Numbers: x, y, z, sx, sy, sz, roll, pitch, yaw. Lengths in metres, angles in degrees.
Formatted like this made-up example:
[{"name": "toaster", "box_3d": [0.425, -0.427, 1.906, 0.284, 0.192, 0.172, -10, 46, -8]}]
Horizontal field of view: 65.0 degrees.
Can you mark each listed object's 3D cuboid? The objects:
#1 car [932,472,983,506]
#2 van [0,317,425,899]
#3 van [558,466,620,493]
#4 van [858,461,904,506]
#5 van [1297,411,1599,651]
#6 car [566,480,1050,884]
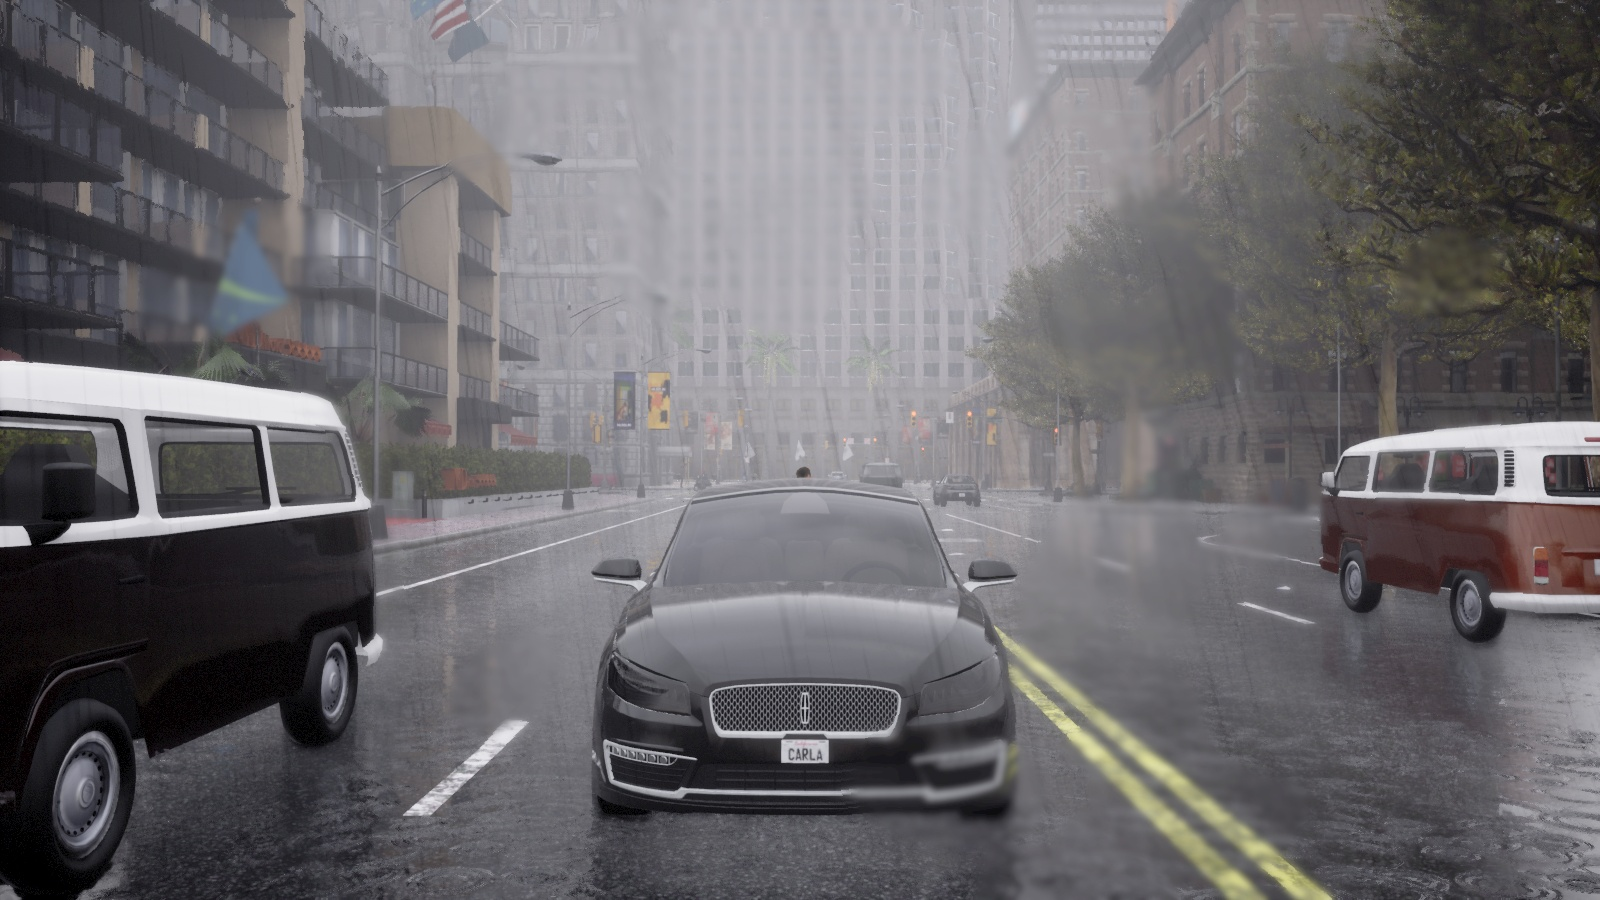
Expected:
[{"name": "car", "box_3d": [7.152, 1.760, 57.314, 1.816, 1.474, 4.193, 0, -1, 0]}, {"name": "van", "box_3d": [-3.470, 0.650, 5.862, 2.069, 2.038, 4.480, 0, -1, 0]}, {"name": "van", "box_3d": [-15.661, 2.195, 93.451, 4.442, 1.987, 1.775, 0, -1, -6]}, {"name": "van", "box_3d": [3.651, 1.511, 57.183, 1.775, 1.987, 4.442, 0, -1, 0]}, {"name": "van", "box_3d": [7.046, 0.726, 12.933, 2.069, 2.038, 4.480, 0, -1, 0]}, {"name": "car", "box_3d": [0.033, 0.940, 7.223, 1.837, 1.490, 4.892, 0, -1, 0]}]
